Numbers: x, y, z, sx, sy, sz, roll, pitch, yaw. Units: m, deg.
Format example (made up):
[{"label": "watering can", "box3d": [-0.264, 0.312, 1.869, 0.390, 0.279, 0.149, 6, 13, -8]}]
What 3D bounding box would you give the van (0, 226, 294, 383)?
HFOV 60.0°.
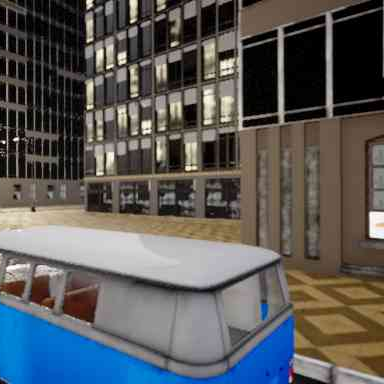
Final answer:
[{"label": "van", "box3d": [-0.958, 1.344, 3.563, 3.998, 1.788, 1.690, 0, 0, 36]}]
